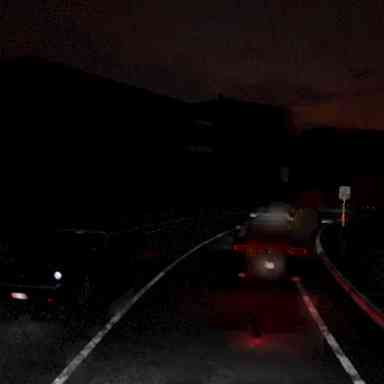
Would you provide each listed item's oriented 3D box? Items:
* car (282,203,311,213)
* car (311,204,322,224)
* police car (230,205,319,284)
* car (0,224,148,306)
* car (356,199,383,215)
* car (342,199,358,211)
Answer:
[{"bbox_3d":[5.385,1.450,18.836,1.801,1.575,5.366,2,1,24],"label":"car"},{"bbox_3d":[7.958,1.535,23.693,1.837,1.490,4.892,3,1,31],"label":"car"},{"bbox_3d":[2.279,1.405,9.814,1.930,1.638,5.238,1,0,13],"label":"police car"},{"bbox_3d":[-2.673,1.523,8.089,1.895,1.301,4.718,1,1,11],"label":"car"},{"bbox_3d":[22.644,1.942,40.034,5.357,1.411,2.033,2,3,-32],"label":"car"},{"bbox_3d":[21.782,1.666,43.622,4.902,1.511,2.128,2,3,-30],"label":"car"}]
